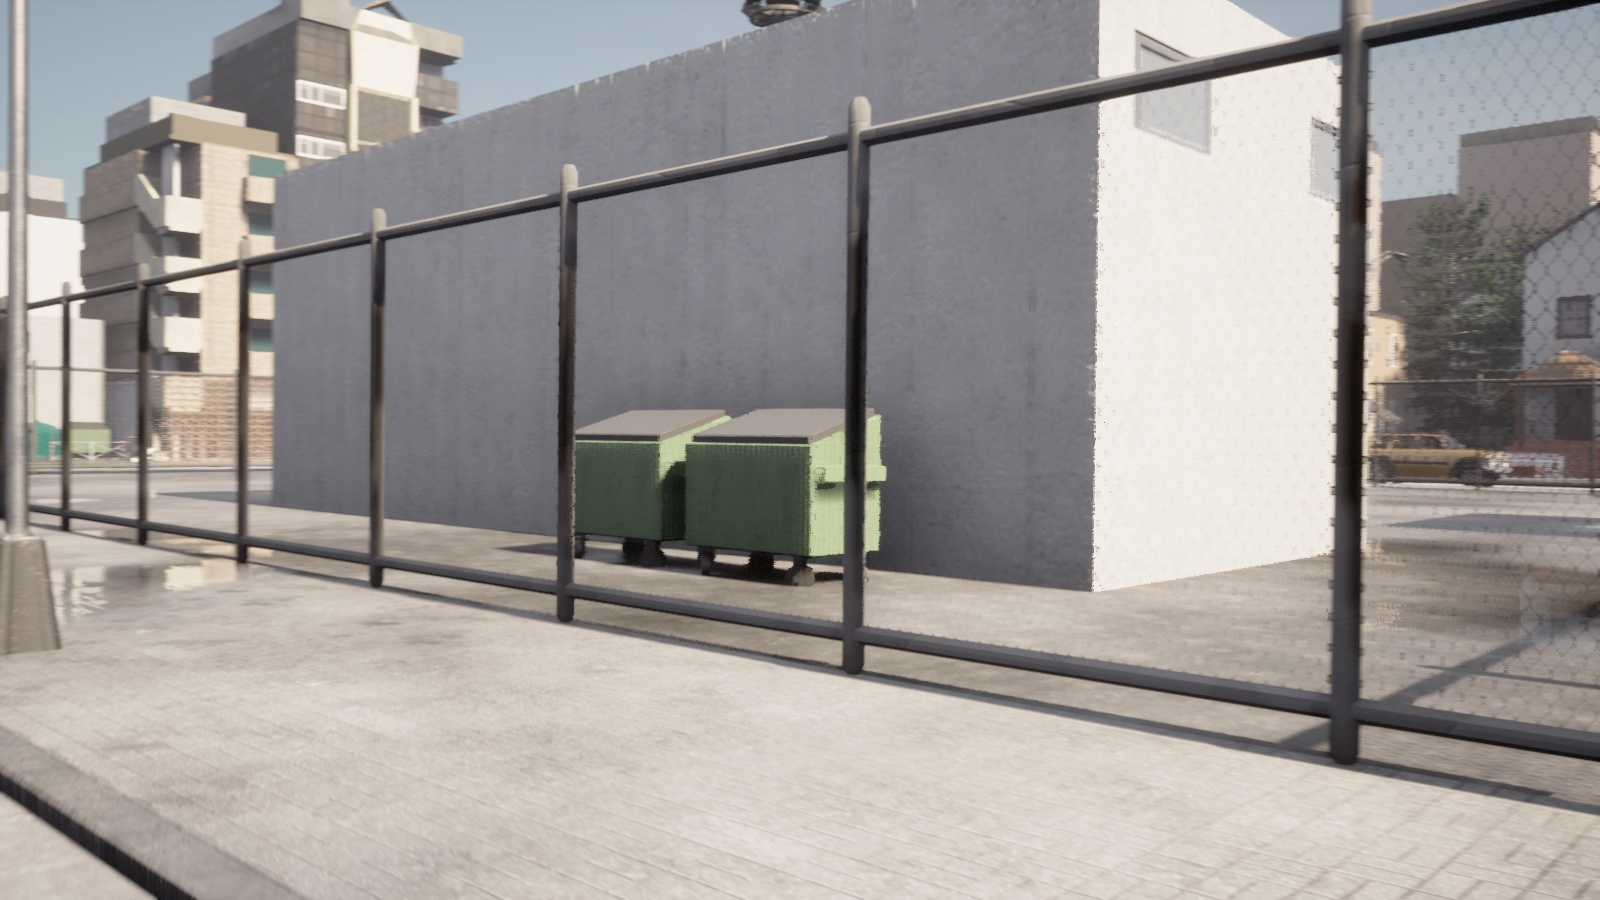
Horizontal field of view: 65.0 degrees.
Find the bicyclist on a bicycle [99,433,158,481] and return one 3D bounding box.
[{"bbox_3d":[-25.237,0.236,47.204,0.659,1.776,1.843,0,1,43],"label":"bicyclist on a bicycle"}]

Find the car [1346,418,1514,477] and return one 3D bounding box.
[{"bbox_3d":[20.911,-0.109,41.807,4.605,1.855,1.932,0,1,45],"label":"car"}]
